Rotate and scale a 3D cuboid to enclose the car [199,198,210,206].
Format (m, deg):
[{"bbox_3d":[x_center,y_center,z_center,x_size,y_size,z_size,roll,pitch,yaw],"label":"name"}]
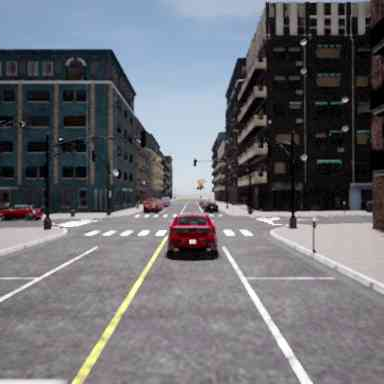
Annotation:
[{"bbox_3d":[2.575,2.150,55.708,1.802,1.307,4.206,0,-1,0],"label":"car"}]

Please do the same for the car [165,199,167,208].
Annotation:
[{"bbox_3d":[-5.306,2.059,50.157,1.887,1.381,4.507,0,-1,0],"label":"car"}]

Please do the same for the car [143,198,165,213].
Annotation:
[{"bbox_3d":[-5.307,1.774,44.608,2.192,1.841,5.009,0,-1,0],"label":"car"}]

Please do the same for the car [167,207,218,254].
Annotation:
[{"bbox_3d":[0.001,1.627,14.191,1.882,1.535,5.008,0,0,-1],"label":"car"}]

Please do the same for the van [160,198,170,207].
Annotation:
[{"bbox_3d":[-5.303,2.018,66.815,1.690,1.788,3.998,0,-1,0],"label":"van"}]

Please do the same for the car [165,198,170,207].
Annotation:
[{"bbox_3d":[-5.304,2.168,61.261,1.887,1.381,4.507,0,-1,0],"label":"car"}]

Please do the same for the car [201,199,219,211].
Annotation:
[{"bbox_3d":[2.573,2.025,44.605,1.947,1.339,4.313,0,-1,0],"label":"car"}]

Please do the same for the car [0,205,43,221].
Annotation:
[{"bbox_3d":[-16.910,1.977,32.447,4.097,1.590,1.967,-1,0,0],"label":"car"}]

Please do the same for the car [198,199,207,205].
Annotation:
[{"bbox_3d":[2.580,2.389,83.467,2.008,1.369,4.403,0,-1,0],"label":"car"}]
